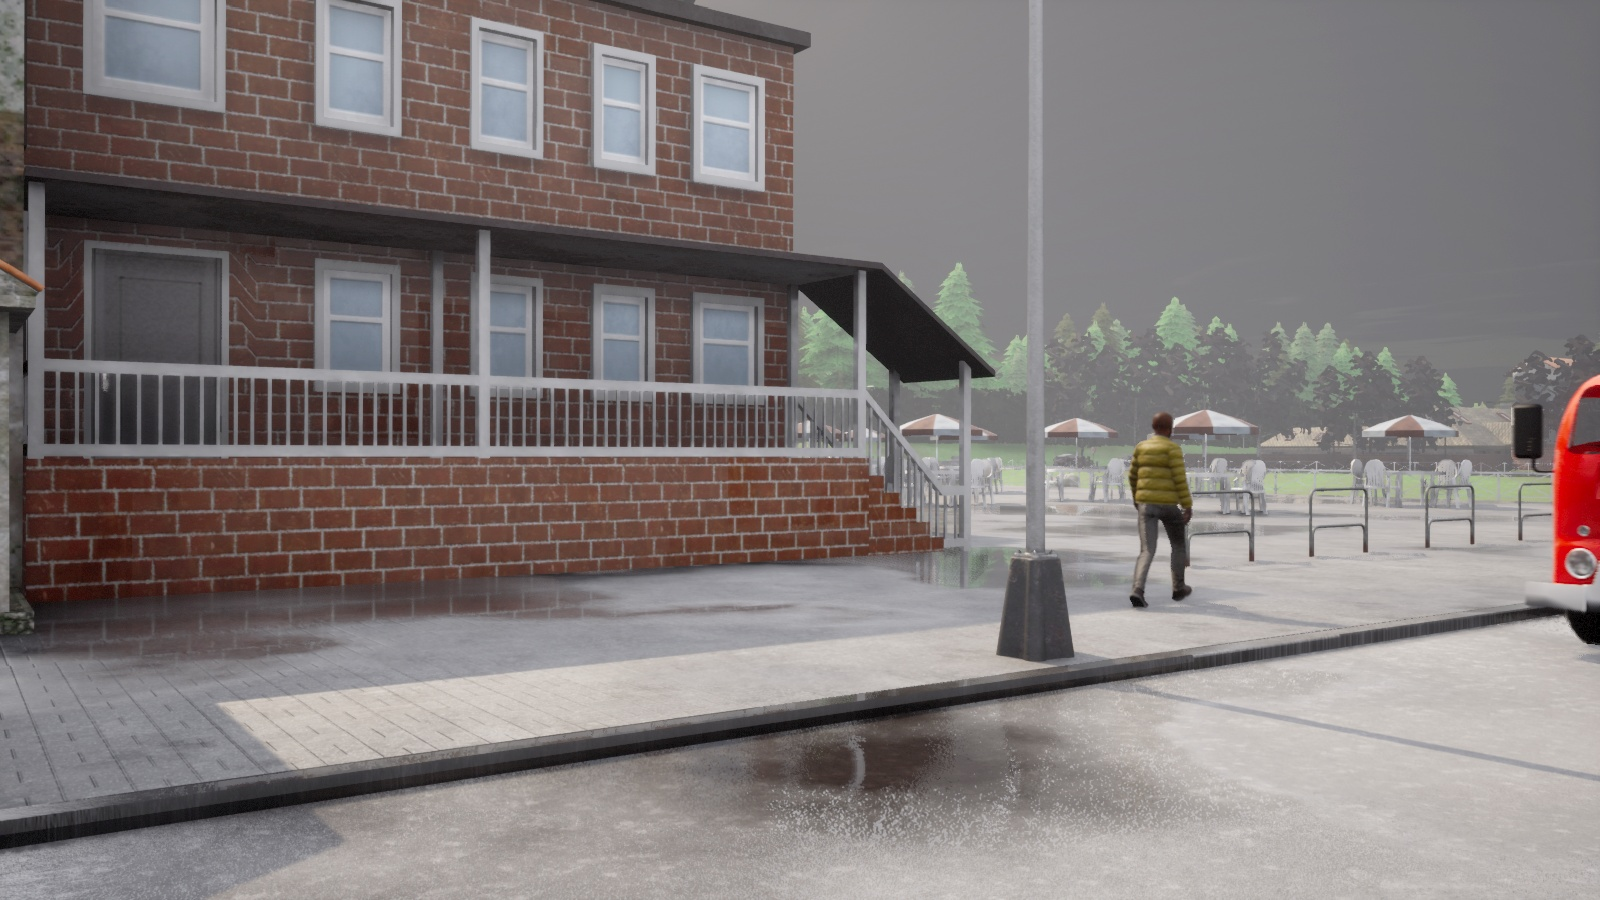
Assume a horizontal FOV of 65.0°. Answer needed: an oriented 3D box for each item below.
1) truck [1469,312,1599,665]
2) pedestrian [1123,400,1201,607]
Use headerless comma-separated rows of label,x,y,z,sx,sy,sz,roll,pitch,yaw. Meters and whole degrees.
truck,7.999,0.265,9.803,5.204,2.467,2.627,0,0,-32
pedestrian,3.328,0.476,11.528,0.726,1.835,0.370,0,0,-45
